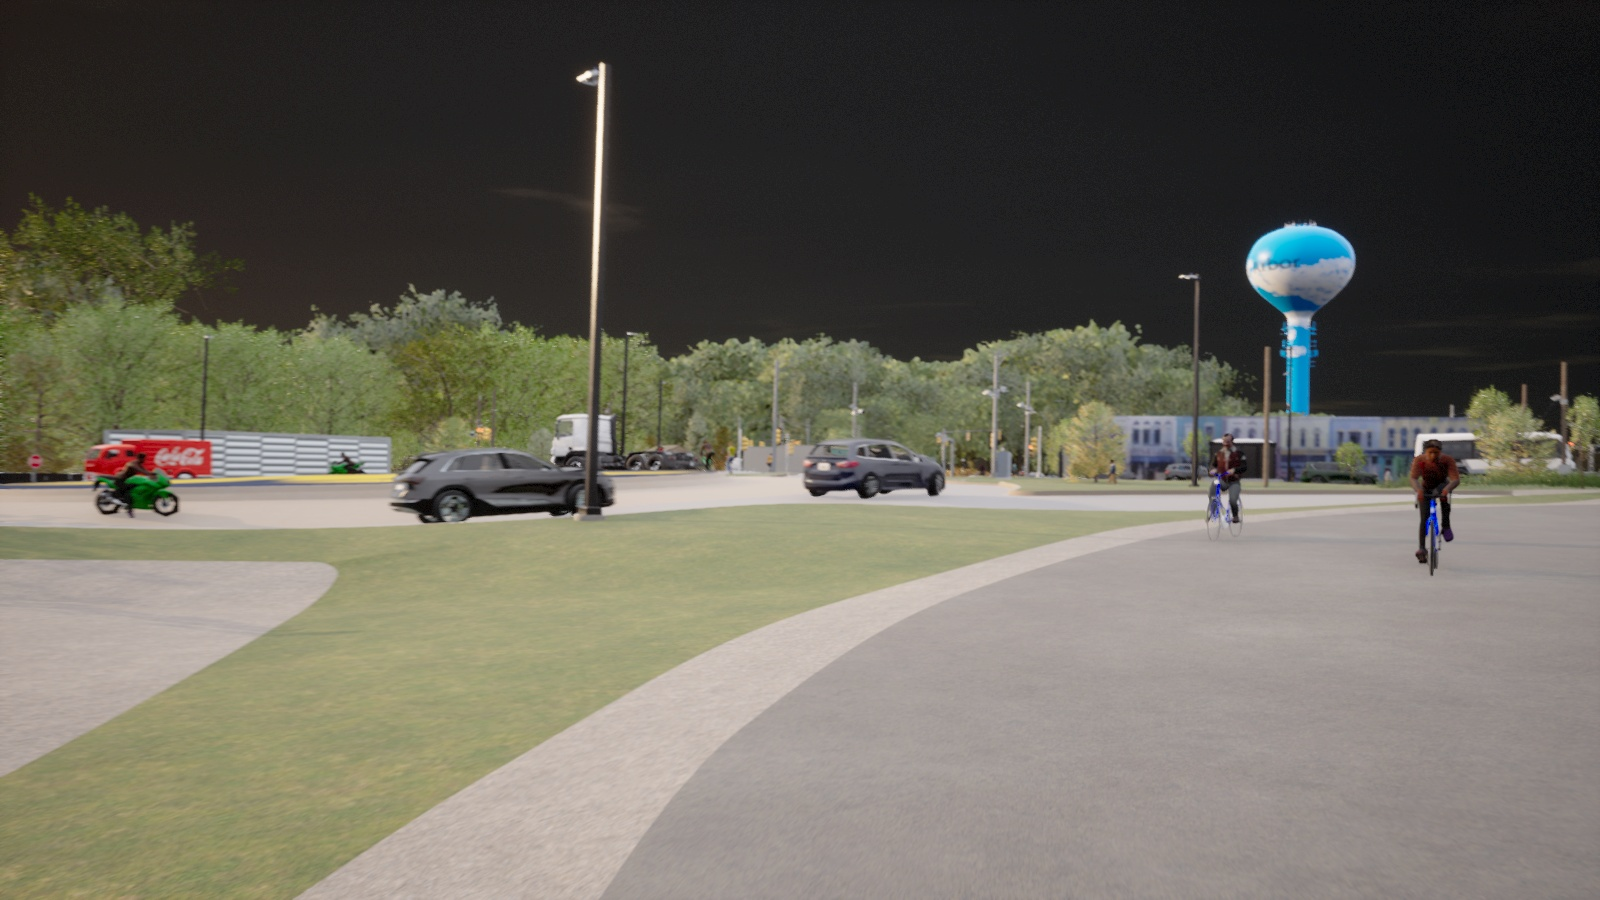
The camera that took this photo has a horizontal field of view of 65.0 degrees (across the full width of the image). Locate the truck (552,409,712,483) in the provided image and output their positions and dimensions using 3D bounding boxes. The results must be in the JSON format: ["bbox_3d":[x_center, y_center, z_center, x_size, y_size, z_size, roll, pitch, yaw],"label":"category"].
[{"bbox_3d":[-8.666,-0.105,64.445,7.936,3.462,2.891,-2,-3,29],"label":"truck"}]

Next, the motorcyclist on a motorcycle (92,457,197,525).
[{"bbox_3d":[-15.485,0.957,29.706,2.044,1.523,0.797,1,3,1],"label":"motorcyclist on a motorcycle"}]

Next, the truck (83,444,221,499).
[{"bbox_3d":[-30.660,1.006,59.580,2.627,2.467,5.204,-1,-1,39],"label":"truck"}]

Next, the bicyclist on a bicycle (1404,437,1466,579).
[{"bbox_3d":[7.686,0.655,15.174,0.582,1.620,1.656,0,0,29],"label":"bicyclist on a bicycle"}]

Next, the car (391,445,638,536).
[{"bbox_3d":[-6.268,0.832,27.724,4.856,1.649,2.033,-3,1,-31],"label":"car"}]

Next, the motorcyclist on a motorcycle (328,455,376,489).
[{"bbox_3d":[-22.253,1.087,62.415,2.044,1.523,0.797,-4,-1,0],"label":"motorcyclist on a motorcycle"}]

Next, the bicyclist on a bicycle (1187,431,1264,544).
[{"bbox_3d":[7.038,0.585,20.723,0.659,1.776,1.843,-1,0,36],"label":"bicyclist on a bicycle"}]

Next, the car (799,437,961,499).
[{"bbox_3d":[2.374,0.468,36.421,2.242,1.667,4.611,1,1,44],"label":"car"}]

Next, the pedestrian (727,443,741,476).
[{"bbox_3d":[-3.679,0.530,70.180,0.354,1.836,0.706,3,-3,-41],"label":"pedestrian"}]
